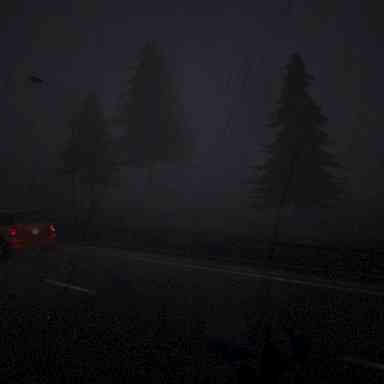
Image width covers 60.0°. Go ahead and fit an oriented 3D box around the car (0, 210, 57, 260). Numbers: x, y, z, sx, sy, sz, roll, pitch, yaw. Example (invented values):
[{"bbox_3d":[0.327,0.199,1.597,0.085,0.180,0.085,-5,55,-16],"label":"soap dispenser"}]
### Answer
[{"bbox_3d":[-7.541,1.477,13.064,4.553,1.767,2.097,-1,0,29],"label":"car"}]
